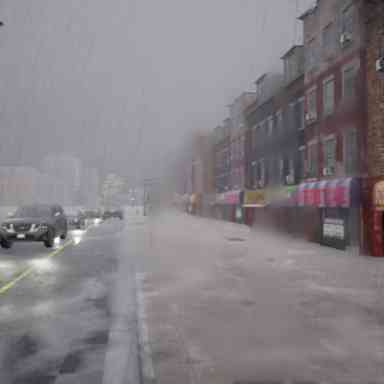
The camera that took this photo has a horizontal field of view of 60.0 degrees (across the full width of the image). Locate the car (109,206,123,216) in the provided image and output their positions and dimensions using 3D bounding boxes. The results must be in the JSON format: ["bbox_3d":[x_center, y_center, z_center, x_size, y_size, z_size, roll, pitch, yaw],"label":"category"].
[{"bbox_3d":[-11.129,2.725,48.840,1.895,1.301,4.718,0,-1,-11],"label":"car"}]

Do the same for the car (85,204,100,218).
[{"bbox_3d":[-12.439,2.294,40.982,2.097,1.767,4.553,0,-1,-11],"label":"car"}]

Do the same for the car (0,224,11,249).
[{"bbox_3d":[-6.087,1.698,7.616,1.812,1.442,4.674,0,-1,-9],"label":"car"}]

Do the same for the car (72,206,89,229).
[{"bbox_3d":[-9.825,2.151,27.020,1.812,1.442,4.674,0,-1,-11],"label":"car"}]

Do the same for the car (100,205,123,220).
[{"bbox_3d":[-9.069,2.240,38.404,2.097,1.767,4.553,0,-1,-9],"label":"car"}]

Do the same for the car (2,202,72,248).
[{"bbox_3d":[-7.931,1.617,17.176,2.150,2.045,5.566,0,-1,-11],"label":"car"}]
